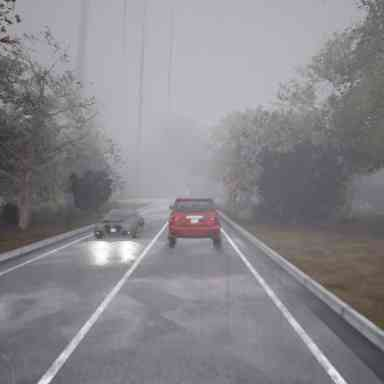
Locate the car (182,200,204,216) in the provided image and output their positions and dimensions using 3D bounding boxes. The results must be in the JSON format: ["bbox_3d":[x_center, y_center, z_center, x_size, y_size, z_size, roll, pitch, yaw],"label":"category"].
[{"bbox_3d":[0.101,1.528,33.067,1.994,1.385,4.181,0,0,0],"label":"car"}]

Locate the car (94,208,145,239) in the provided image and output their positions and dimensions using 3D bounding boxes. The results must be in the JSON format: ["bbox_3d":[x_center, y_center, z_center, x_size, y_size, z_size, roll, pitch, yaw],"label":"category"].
[{"bbox_3d":[-3.599,1.551,17.155,1.994,1.385,4.181,0,0,0],"label":"car"}]

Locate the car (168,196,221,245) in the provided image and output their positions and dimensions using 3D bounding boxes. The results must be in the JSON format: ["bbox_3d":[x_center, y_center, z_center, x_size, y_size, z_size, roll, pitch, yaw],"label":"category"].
[{"bbox_3d":[0.100,1.211,15.555,2.150,2.045,5.566,0,0,0],"label":"car"}]
